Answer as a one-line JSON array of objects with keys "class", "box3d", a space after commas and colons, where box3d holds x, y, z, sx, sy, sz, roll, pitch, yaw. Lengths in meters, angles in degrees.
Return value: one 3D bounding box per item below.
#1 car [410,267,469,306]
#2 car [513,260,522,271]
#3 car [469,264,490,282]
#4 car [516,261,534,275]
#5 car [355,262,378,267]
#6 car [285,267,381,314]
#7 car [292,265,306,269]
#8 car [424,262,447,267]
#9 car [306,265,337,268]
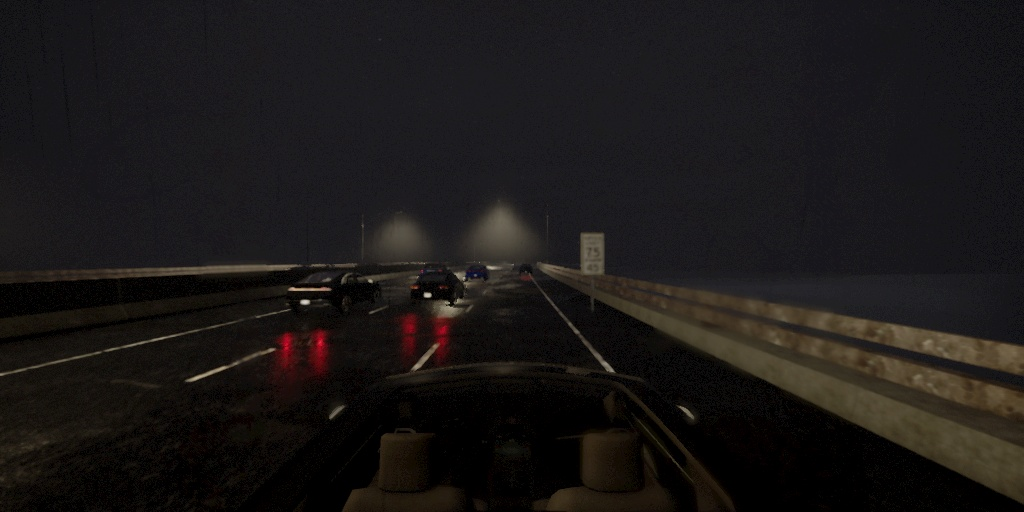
[{"class": "car", "box3d": [-3.332, 1.410, 16.553, 1.812, 1.442, 4.674, 0, -1, 0]}, {"class": "car", "box3d": [1.118, 1.933, 64.335, 1.994, 1.385, 4.181, 0, -1, 2]}, {"class": "car", "box3d": [-3.110, 1.522, 33.265, 1.882, 1.535, 5.008, 0, -1, 1]}, {"class": "car", "box3d": [1.798, 1.686, 46.477, 1.837, 1.490, 4.892, 0, -1, 1]}, {"class": "car", "box3d": [-17.116, 1.478, 41.917, 2.097, 1.767, 4.553, 0, -1, 2]}, {"class": "car", "box3d": [-6.848, 1.353, 14.328, 2.128, 1.511, 4.902, 0, -1, 0]}, {"class": "car", "box3d": [-24.114, 1.685, 41.662, 1.994, 1.385, 4.181, 0, -1, 2]}, {"class": "car", "box3d": [-6.636, 1.379, 31.745, 2.097, 1.767, 4.553, 0, -1, 1]}, {"class": "car", "box3d": [-20.654, 1.672, 40.319, 1.994, 1.385, 4.181, 0, -1, 1]}]
